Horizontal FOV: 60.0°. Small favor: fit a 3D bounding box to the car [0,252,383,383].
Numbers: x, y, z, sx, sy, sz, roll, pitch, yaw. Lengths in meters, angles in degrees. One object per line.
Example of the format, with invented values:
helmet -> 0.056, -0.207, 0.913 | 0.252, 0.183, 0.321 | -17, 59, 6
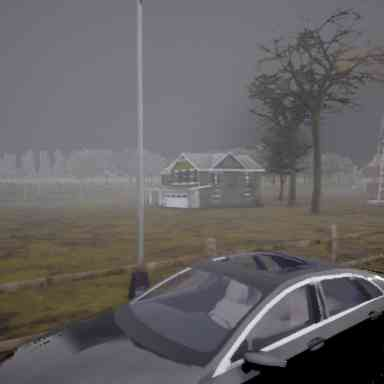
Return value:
car -> 0.546, 1.485, 3.460 | 4.902, 1.511, 2.128 | 0, 0, -35
